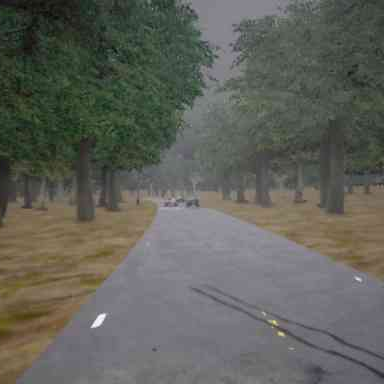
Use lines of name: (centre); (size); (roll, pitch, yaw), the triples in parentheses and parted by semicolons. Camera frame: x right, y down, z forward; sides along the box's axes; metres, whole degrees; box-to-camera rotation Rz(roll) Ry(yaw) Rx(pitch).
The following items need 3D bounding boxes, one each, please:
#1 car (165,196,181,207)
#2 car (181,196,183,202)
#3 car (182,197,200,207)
car: (-3.122, 1.505, 49.574); (1.812, 1.442, 4.674); (0, 0, -6)
car: (-2.594, 1.523, 69.292); (1.812, 1.442, 4.674); (0, 0, -9)
car: (0.016, 1.505, 49.867); (1.837, 1.490, 4.892); (0, 0, -6)
